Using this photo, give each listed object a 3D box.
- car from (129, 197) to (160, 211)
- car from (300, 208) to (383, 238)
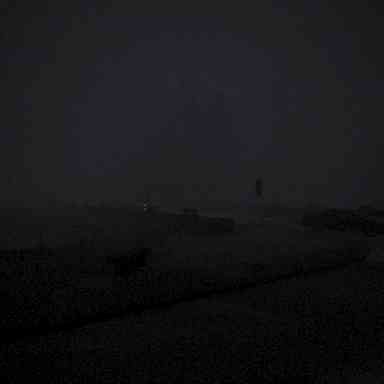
[{"bbox_3d":[-5.663,1.446,39.148,2.097,1.767,4.553,0,0,-36],"label":"car"},{"bbox_3d":[8.815,1.648,18.863,2.033,1.411,5.357,0,0,-36],"label":"car"}]
